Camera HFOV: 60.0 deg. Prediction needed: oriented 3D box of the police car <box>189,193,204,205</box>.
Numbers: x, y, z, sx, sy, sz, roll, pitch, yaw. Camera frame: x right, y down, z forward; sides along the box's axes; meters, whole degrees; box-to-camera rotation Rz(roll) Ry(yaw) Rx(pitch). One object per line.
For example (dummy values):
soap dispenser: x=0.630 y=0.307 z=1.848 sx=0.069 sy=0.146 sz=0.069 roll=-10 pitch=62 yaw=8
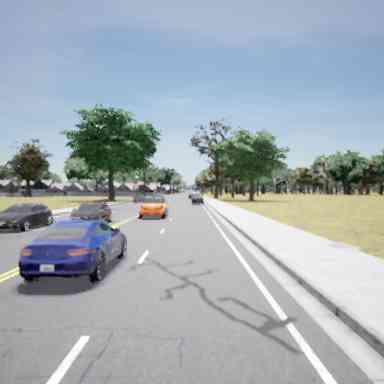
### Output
police car: x=0.942 y=1.231 z=54.349 sx=1.930 sy=1.638 sz=5.238 roll=0 pitch=0 yaw=0

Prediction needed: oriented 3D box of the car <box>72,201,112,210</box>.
car: x=-6.612 y=1.410 z=22.161 sx=1.837 sy=1.490 sz=4.892 roll=0 pitch=0 yaw=0

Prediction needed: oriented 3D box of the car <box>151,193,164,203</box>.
car: x=-6.557 y=1.129 z=64.118 sx=2.097 sy=1.767 sz=4.553 roll=0 pitch=0 yaw=0

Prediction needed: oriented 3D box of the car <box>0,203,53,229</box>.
car: x=-9.860 y=1.419 z=19.552 sx=1.837 sy=1.490 sz=4.892 roll=0 pitch=0 yaw=0

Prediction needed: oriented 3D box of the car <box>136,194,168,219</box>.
car: x=-3.166 y=1.237 z=28.281 sx=2.097 sy=1.767 sz=4.553 roll=0 pitch=0 yaw=0

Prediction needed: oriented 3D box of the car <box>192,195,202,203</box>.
car: x=0.936 y=1.284 z=64.240 sx=1.837 sy=1.490 sz=4.892 roll=0 pitch=0 yaw=0

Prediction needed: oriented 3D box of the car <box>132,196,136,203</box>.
car: x=-9.816 y=1.287 z=61.861 sx=1.837 sy=1.490 sz=4.892 roll=0 pitch=0 yaw=1

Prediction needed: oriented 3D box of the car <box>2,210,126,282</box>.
car: x=-3.154 y=1.481 z=9.532 sx=1.812 sy=1.442 sz=4.674 roll=0 pitch=0 yaw=0
